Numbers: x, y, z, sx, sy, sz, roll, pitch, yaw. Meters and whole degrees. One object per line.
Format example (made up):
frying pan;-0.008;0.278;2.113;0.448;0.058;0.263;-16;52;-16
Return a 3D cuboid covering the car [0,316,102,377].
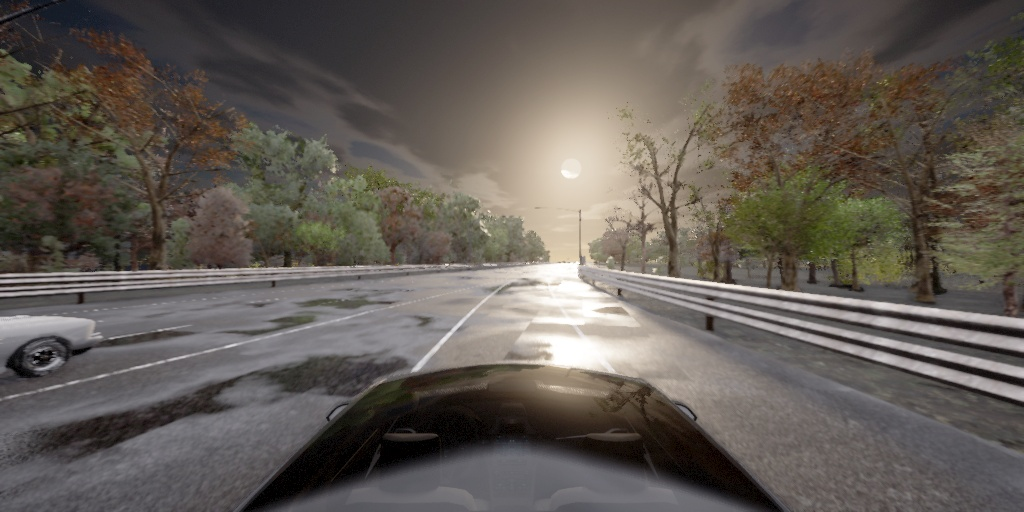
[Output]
car;-8.861;1.328;4.576;1.895;1.301;4.718;0;0;11
